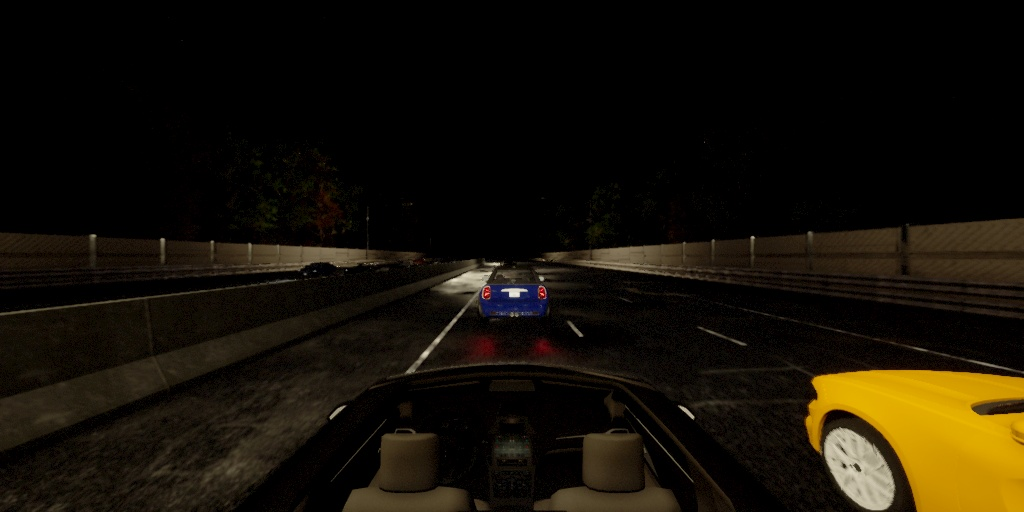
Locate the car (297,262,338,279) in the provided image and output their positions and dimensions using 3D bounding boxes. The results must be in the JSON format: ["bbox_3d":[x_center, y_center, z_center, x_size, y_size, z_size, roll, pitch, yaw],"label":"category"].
[{"bbox_3d":[-17.905,1.286,33.299,1.812,1.442,4.674,0,0,-1],"label":"car"}]

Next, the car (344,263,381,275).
[{"bbox_3d":[-14.432,1.361,34.854,1.895,1.301,4.718,0,0,-1],"label":"car"}]

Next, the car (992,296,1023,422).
[{"bbox_3d":[7.092,1.253,2.165,1.837,1.490,4.892,0,0,0],"label":"car"}]

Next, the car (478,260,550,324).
[{"bbox_3d":[0.054,1.106,12.193,2.097,1.767,4.553,0,0,0],"label":"car"}]

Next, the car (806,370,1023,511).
[{"bbox_3d":[3.592,1.227,1.169,1.882,1.535,5.008,0,0,0],"label":"car"}]

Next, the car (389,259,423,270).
[{"bbox_3d":[-10.959,1.253,36.377,2.128,1.511,4.902,0,0,-1],"label":"car"}]

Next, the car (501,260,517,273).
[{"bbox_3d":[-0.441,1.270,44.257,1.837,1.490,4.892,0,0,-1],"label":"car"}]
